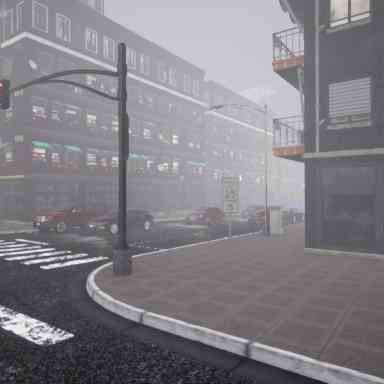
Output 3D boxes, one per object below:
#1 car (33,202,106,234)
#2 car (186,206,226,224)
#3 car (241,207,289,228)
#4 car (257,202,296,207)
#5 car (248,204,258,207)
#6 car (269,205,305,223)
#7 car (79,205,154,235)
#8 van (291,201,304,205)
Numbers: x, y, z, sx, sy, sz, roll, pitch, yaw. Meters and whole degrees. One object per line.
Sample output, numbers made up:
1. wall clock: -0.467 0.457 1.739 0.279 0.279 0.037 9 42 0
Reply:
1. car: -7.585 1.603 21.603 2.192 1.841 5.009 -1 -2 35
2. car: 1.360 2.019 29.763 1.812 1.442 4.674 0 -1 35
3. car: 5.822 2.048 26.132 1.802 1.307 4.206 -2 -2 35
4. car: 9.024 2.147 35.094 1.837 1.490 4.892 0 -1 35
5. car: 7.338 2.189 38.237 1.837 1.490 4.892 0 -1 36
6. car: 9.096 2.120 30.780 2.008 1.369 4.403 -2 -2 35
7. car: -4.498 1.814 21.461 1.837 1.490 4.892 0 -1 35
8. van: 18.602 2.463 58.776 1.690 1.788 3.998 -2 -2 35
